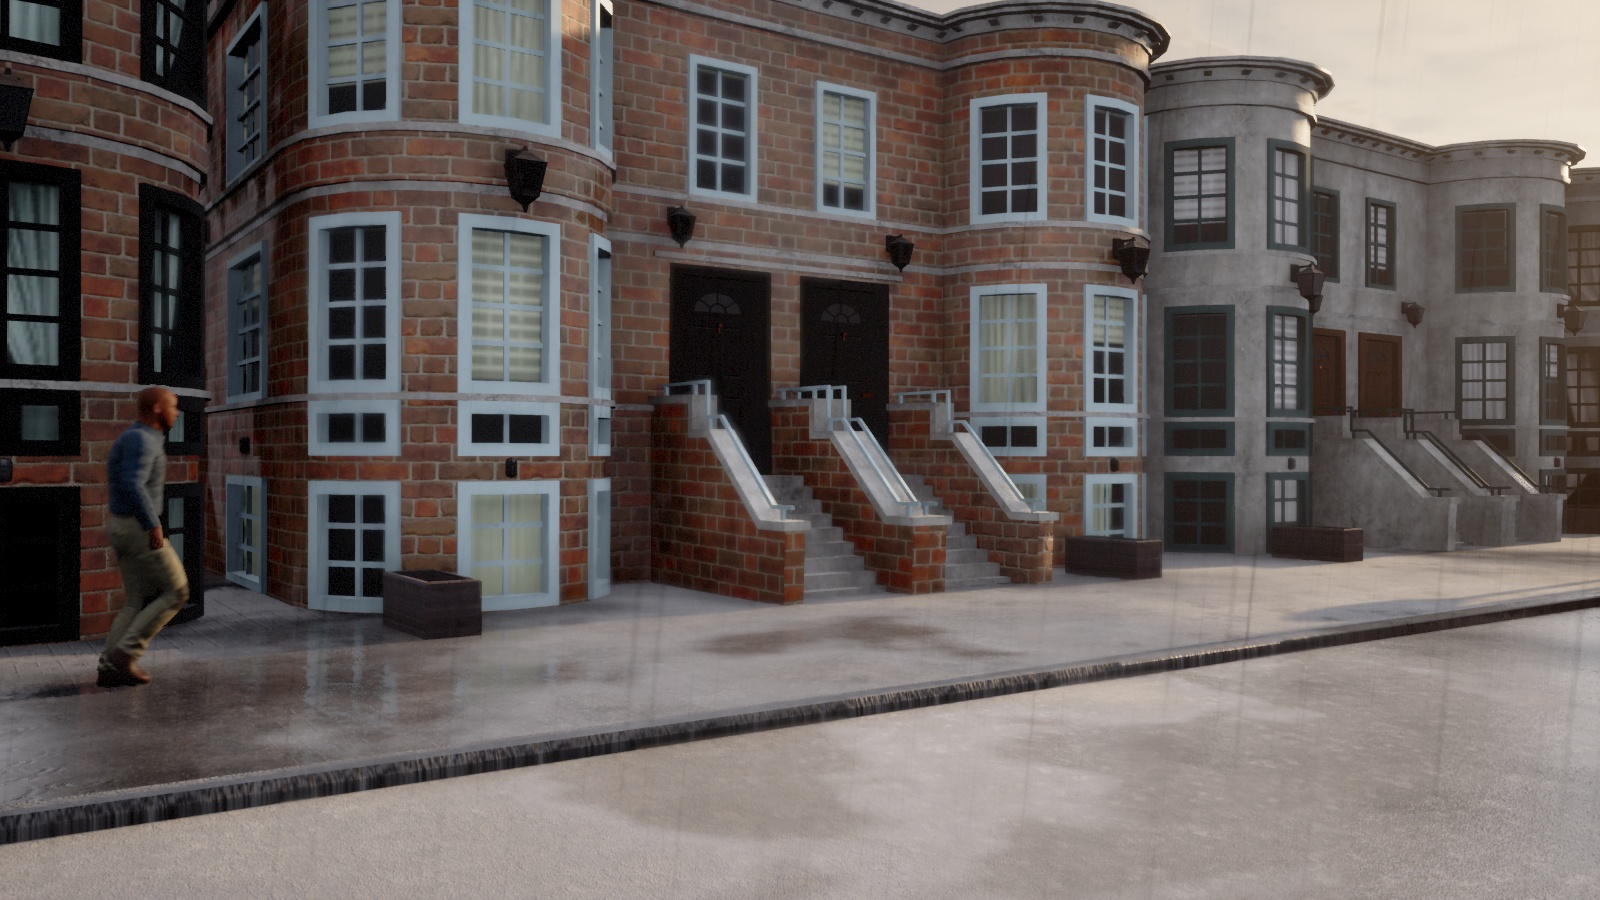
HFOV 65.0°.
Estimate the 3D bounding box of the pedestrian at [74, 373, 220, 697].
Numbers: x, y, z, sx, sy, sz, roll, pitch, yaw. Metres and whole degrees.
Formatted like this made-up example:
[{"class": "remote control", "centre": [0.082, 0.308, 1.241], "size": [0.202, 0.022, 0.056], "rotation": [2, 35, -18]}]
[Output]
[{"class": "pedestrian", "centre": [-3.887, 0.481, 7.479], "size": [0.726, 1.835, 0.370], "rotation": [0, 0, -35]}]
